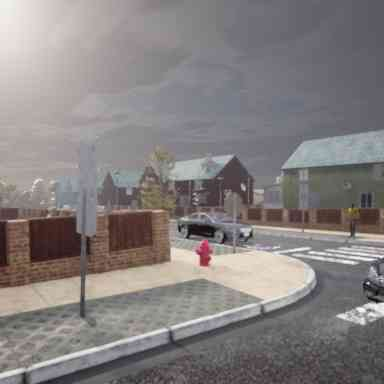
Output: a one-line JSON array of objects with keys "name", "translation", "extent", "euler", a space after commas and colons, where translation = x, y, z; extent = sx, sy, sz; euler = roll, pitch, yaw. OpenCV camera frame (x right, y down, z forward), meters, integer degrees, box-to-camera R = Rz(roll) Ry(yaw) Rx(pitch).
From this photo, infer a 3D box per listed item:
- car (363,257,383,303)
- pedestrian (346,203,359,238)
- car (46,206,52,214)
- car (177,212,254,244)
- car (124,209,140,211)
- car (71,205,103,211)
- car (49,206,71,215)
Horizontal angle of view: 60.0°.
[{"name": "car", "translation": [5.512, 1.519, 7.014], "extent": [4.674, 1.442, 1.812], "euler": [0, 0, -35]}, {"name": "pedestrian", "translation": [8.439, 1.445, 17.507], "extent": [0.375, 1.860, 0.375], "euler": [-1, 0, -36]}, {"name": "car", "translation": [-23.602, 3.160, 56.812], "extent": [1.837, 1.490, 4.892], "euler": [1, -2, -36]}, {"name": "car", "translation": [1.113, 1.801, 17.661], "extent": [2.128, 1.511, 4.902], "euler": [1, -2, -37]}, {"name": "car", "translation": [-4.436, 2.062, 25.293], "extent": [2.128, 1.511, 4.902], "euler": [1, -2, -36]}, {"name": "car", "translation": [-10.059, 2.190, 33.088], "extent": [2.097, 1.767, 4.553], "euler": [1, -2, -36]}, {"name": "car", "translation": [-15.739, 2.710, 40.979], "extent": [1.895, 1.301, 4.718], "euler": [1, -2, -35]}]
